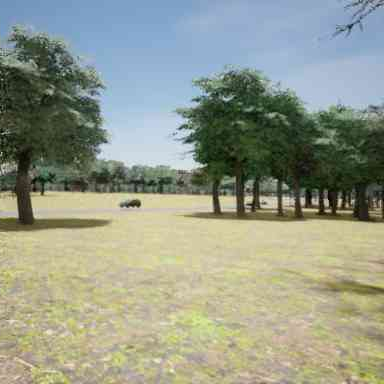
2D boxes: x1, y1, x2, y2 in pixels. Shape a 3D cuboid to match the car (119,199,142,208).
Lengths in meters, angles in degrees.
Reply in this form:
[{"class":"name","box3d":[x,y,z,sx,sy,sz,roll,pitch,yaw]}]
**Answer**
[{"class":"car","box3d":[-13.491,2.501,72.965,2.150,2.045,5.566,0,-1,35]}]
